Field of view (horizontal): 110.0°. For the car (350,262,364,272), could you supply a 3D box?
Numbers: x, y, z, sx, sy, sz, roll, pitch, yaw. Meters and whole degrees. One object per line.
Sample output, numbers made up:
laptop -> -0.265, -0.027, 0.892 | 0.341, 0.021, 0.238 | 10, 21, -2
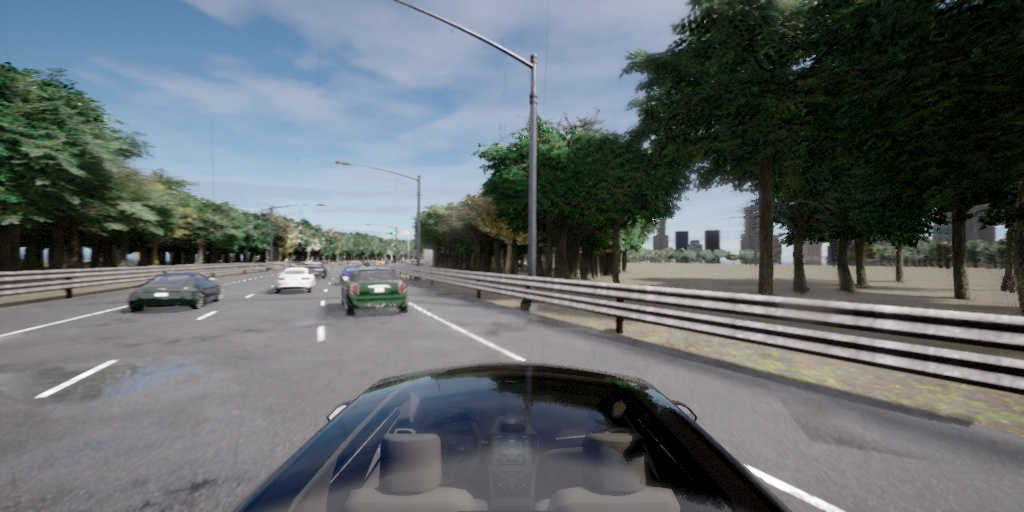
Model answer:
car -> -24.537, 1.721, 56.877 | 1.882, 1.535, 5.008 | 1, -1, -21

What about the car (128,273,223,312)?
car -> -13.420, 1.361, 14.586 | 1.994, 1.385, 4.181 | 1, -1, -27

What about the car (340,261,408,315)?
car -> -5.625, 1.222, 14.452 | 2.097, 1.767, 4.553 | 1, -1, -27

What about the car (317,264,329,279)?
car -> -19.941, 1.515, 36.646 | 2.128, 1.511, 4.902 | 1, -1, -24

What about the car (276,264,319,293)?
car -> -13.241, 1.424, 22.104 | 1.812, 1.442, 4.674 | 1, -1, -26

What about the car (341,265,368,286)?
car -> -12.790, 1.520, 29.033 | 1.812, 1.442, 4.674 | 1, -1, -25
